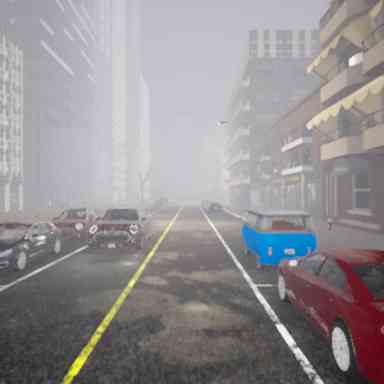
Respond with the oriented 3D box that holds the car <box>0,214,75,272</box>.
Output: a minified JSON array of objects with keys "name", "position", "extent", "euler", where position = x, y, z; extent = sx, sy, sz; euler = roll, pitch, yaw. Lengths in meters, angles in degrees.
[{"name":"car","position":[-5.718,1.627,10.935],"extent":[2.008,1.369,4.403],"euler":[0,0,0]}]

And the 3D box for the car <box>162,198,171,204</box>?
[{"name":"car","position":[-5.899,2.069,77.208],"extent":[1.947,1.339,4.313],"euler":[0,0,0]}]

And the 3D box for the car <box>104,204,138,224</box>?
[{"name":"car","position":[-5.763,1.739,27.503],"extent":[1.947,1.339,4.313],"euler":[0,0,0]}]

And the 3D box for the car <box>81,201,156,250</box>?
[{"name":"car","position":[-3.035,1.445,14.764],"extent":[2.097,1.767,4.553],"euler":[0,0,0]}]

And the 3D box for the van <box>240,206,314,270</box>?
[{"name":"van","position":[2.662,1.399,10.958],"extent":[1.690,1.788,3.998],"euler":[0,0,0]}]

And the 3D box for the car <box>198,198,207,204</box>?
[{"name":"car","position":[2.481,2.030,77.230],"extent":[1.887,1.381,4.507],"euler":[0,0,0]}]

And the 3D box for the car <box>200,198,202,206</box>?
[{"name":"car","position":[2.556,1.822,49.787],"extent":[1.752,1.417,4.829],"euler":[0,0,0]}]

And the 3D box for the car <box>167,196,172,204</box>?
[{"name":"car","position":[-5.885,1.779,71.687],"extent":[2.192,1.841,5.009],"euler":[0,0,0]}]

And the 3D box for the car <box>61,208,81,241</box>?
[{"name":"car","position":[-5.733,1.548,16.459],"extent":[1.967,1.590,4.097],"euler":[0,0,0]}]

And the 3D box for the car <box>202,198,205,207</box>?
[{"name":"car","position":[2.572,1.785,44.264],"extent":[1.752,1.417,4.829],"euler":[0,0,0]}]

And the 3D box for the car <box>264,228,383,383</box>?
[{"name":"car","position":[2.678,1.571,5.434],"extent":[1.887,1.381,4.507],"euler":[0,0,0]}]

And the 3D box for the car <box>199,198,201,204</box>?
[{"name":"car","position":[2.527,1.915,60.663],"extent":[1.887,1.381,4.507],"euler":[0,0,0]}]

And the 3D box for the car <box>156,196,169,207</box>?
[{"name":"car","position":[-5.853,1.954,60.640],"extent":[1.947,1.339,4.313],"euler":[0,0,0]}]

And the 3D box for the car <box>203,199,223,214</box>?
[{"name":"car","position":[2.588,1.789,38.572],"extent":[1.947,1.339,4.313],"euler":[0,0,0]}]

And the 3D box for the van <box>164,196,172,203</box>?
[{"name":"van","position":[-5.915,1.884,82.732],"extent":[1.690,1.788,3.998],"euler":[0,0,0]}]
